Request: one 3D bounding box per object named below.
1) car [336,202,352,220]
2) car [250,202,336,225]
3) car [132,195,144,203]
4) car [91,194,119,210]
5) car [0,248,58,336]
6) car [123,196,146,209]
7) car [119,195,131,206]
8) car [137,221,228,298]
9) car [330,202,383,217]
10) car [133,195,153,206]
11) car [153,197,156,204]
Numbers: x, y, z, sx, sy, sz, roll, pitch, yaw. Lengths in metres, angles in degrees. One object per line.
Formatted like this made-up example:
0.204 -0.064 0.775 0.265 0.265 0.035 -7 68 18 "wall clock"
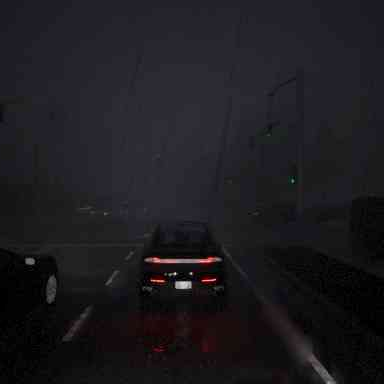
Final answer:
11.395 1.547 27.211 5.357 1.411 2.033 0 0 0 "car"
6.874 1.547 23.546 5.357 1.411 2.033 0 0 0 "car"
-11.840 1.478 73.229 1.882 1.535 5.008 0 0 -1 "car"
-11.435 1.221 43.420 2.150 2.045 5.566 0 0 -2 "car"
-3.612 1.478 4.854 1.882 1.535 5.008 0 0 -2 "car"
-7.977 1.601 46.483 1.895 1.301 4.718 0 0 -1 "car"
-11.587 1.505 53.248 1.837 1.490 4.892 0 0 -1 "car"
-0.245 1.492 8.518 2.128 1.511 4.902 0 0 -2 "car"
15.467 1.601 30.676 4.718 1.301 1.895 0 0 0 "car"
-8.115 1.564 55.250 1.994 1.385 4.181 0 0 -1 "car"
-8.234 1.526 65.072 1.812 1.442 4.674 0 0 -1 "car"
